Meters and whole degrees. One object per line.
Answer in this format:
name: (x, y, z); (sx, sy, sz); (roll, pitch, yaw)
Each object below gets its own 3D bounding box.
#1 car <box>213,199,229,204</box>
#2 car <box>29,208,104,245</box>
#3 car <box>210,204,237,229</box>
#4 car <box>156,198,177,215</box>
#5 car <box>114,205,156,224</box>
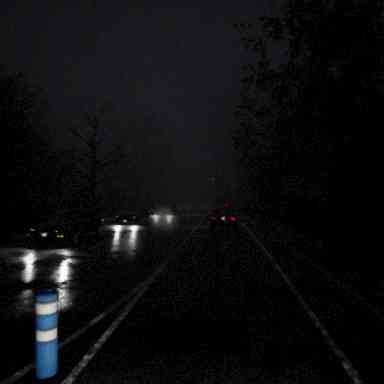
car: (4.352, 2.058, 50.274); (2.150, 2.045, 5.566); (1, -1, 5)
car: (-5.733, 1.545, 15.847); (1.837, 1.490, 4.892); (1, -1, 5)
car: (2.244, 1.820, 23.985); (2.033, 1.411, 5.357); (1, -1, 5)
car: (-3.314, 1.823, 42.769); (2.150, 2.045, 5.566); (1, -1, 6)
car: (-4.689, 1.808, 27.146); (2.033, 1.411, 5.357); (1, -1, 5)
